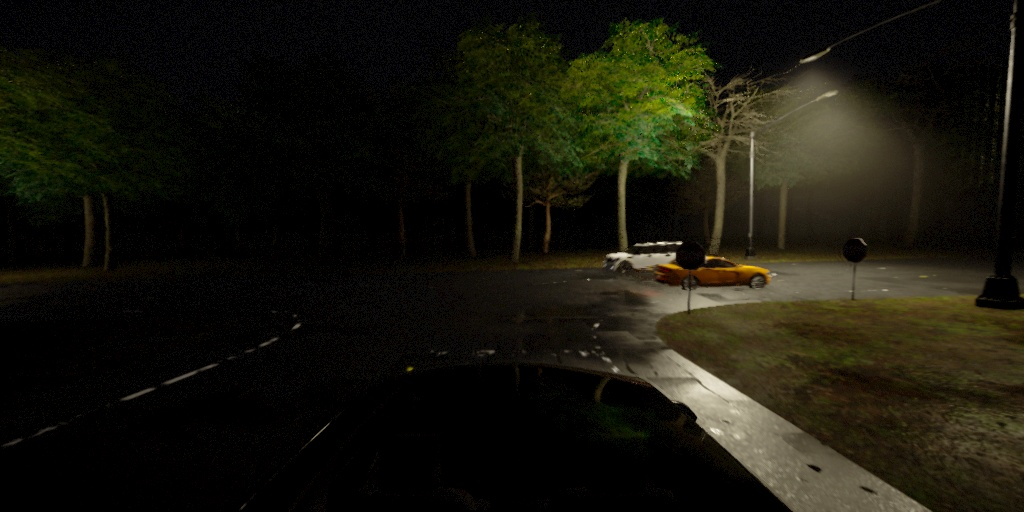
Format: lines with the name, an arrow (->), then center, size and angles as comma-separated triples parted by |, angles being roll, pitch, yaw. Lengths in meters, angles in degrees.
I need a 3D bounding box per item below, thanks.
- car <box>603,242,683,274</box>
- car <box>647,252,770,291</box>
car -> 8.960, 0.143, 23.938 | 5.566, 2.045, 2.150 | -2, 4, 0
car -> 9.393, 0.743, 16.952 | 5.008, 1.535, 1.882 | -1, 4, 0
